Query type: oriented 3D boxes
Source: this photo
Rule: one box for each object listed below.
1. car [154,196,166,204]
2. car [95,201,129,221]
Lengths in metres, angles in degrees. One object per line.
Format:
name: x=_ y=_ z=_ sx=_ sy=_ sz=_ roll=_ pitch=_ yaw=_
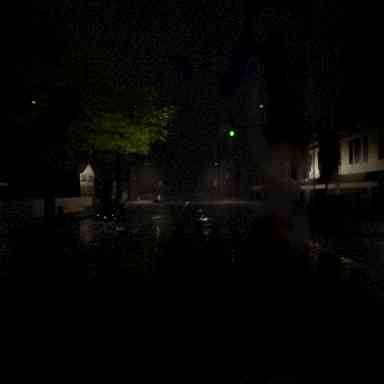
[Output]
car: x=-5.816 y=1.464 z=60.952 sx=1.994 sy=1.385 sz=4.181 roll=0 pitch=1 yaw=1
car: x=-6.197 y=1.510 z=26.198 sx=1.837 sy=1.490 sz=4.892 roll=0 pitch=2 yaw=1
